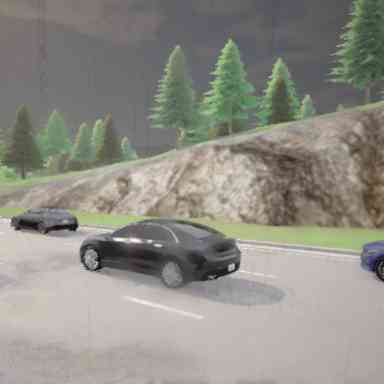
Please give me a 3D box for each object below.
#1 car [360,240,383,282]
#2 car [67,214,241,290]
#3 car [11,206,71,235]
[{"bbox_3d":[6.597,1.534,7.897,4.674,1.442,1.812,0,0,35],"label":"car"},{"bbox_3d":[-1.065,1.477,9.057,4.892,1.490,1.837,0,0,35],"label":"car"},{"bbox_3d":[-8.204,1.480,18.435,4.181,1.385,1.994,0,0,35],"label":"car"}]
